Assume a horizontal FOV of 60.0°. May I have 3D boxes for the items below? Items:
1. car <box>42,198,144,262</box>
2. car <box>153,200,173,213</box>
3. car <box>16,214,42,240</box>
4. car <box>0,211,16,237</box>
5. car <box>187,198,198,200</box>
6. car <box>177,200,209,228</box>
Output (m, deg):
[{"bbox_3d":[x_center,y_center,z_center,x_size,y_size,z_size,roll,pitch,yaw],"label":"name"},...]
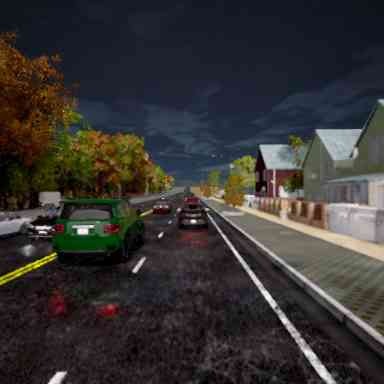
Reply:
[{"bbox_3d":[-3.163,1.238,12.311,2.150,2.045,5.566,0,0,0],"label":"car"},{"bbox_3d":[-3.189,1.562,36.630,2.033,1.411,5.357,0,0,0],"label":"car"},{"bbox_3d":[-6.615,1.525,17.153,2.128,1.511,4.902,0,0,0],"label":"car"},{"bbox_3d":[-9.865,1.648,16.386,1.895,1.301,4.718,0,0,0],"label":"car"},{"bbox_3d":[0.055,1.471,43.232,1.882,1.535,5.008,0,0,0],"label":"car"},{"bbox_3d":[0.079,1.509,22.287,1.837,1.490,4.892,0,0,0],"label":"car"}]
